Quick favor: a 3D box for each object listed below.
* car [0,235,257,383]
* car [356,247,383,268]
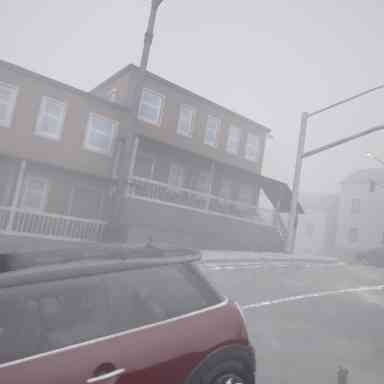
[{"bbox_3d":[-1.616,1.346,2.826,4.553,1.767,2.097,1,0,-35],"label":"car"},{"bbox_3d":[13.939,4.650,22.907,1.882,1.535,5.008,13,-10,-27],"label":"car"}]
